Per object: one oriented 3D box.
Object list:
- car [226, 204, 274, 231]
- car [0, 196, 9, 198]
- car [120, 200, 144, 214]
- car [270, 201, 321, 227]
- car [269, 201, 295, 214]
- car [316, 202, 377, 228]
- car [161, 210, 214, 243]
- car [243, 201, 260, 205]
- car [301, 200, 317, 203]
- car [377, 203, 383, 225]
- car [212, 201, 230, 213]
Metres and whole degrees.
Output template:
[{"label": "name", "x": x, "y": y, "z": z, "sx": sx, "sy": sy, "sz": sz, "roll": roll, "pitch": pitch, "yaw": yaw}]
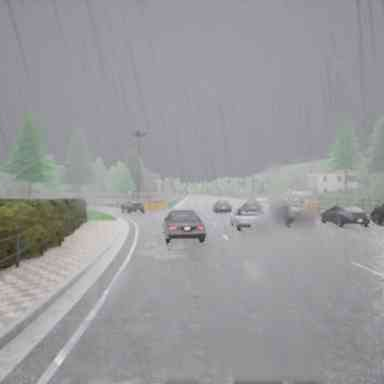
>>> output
[{"label": "car", "x": 3.574, "y": 1.700, "z": 21.364, "sx": 1.895, "sy": 1.301, "sz": 4.718, "roll": 0, "pitch": 0, "yaw": 0}, {"label": "car", "x": -46.706, "y": 1.839, "z": 82.692, "sx": 4.902, "sy": 1.511, "sz": 2.128, "roll": 0, "pitch": 0, "yaw": 40}, {"label": "car", "x": -6.816, "y": 1.681, "z": 37.730, "sx": 1.837, "sy": 1.490, "sz": 4.892, "roll": 1, "pitch": 0, "yaw": -25}, {"label": "car", "x": 7.057, "y": 1.634, "z": 23.343, "sx": 1.812, "sy": 1.442, "sz": 4.674, "roll": 0, "pitch": 0, "yaw": 0}, {"label": "car", "x": 10.553, "y": 1.746, "z": 39.309, "sx": 1.994, "sy": 1.385, "sz": 4.181, "roll": 0, "pitch": 0, "yaw": 0}, {"label": "car", "x": 10.557, "y": 1.633, "z": 23.192, "sx": 1.812, "sy": 1.442, "sz": 4.674, "roll": 0, "pitch": 0, "yaw": 0}, {"label": "car", "x": -0.517, "y": 1.626, "z": 16.716, "sx": 2.033, "sy": 1.411, "sz": 5.357, "roll": 0, "pitch": 0, "yaw": -7}, {"label": "car", "x": 7.054, "y": 1.746, "z": 39.343, "sx": 1.994, "sy": 1.385, "sz": 4.181, "roll": 0, "pitch": 0, "yaw": 0}, {"label": "car", "x": 14.053, "y": 1.664, "z": 40.298, "sx": 1.882, "sy": 1.535, "sz": 5.008, "roll": 0, "pitch": 0, "yaw": 0}, {"label": "car", "x": 14.074, "y": 1.322, "z": 21.734, "sx": 2.150, "sy": 2.045, "sz": 5.566, "roll": 0, "pitch": 0, "yaw": 0}, {"label": "car", "x": 3.553, "y": 1.747, "z": 39.436, "sx": 1.994, "sy": 1.385, "sz": 4.181, "roll": 0, "pitch": 0, "yaw": 0}]
